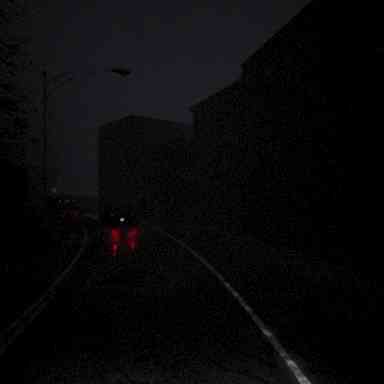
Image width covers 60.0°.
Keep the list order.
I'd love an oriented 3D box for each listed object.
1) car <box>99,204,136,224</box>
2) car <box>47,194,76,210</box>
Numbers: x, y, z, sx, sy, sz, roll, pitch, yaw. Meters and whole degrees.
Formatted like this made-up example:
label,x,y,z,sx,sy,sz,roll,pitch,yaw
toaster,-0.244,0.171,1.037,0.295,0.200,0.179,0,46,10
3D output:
label,x,y,z,sx,sy,sz,roll,pitch,yaw
car,-5.428,1.494,23.713,1.895,1.301,4.718,0,1,-23
car,-15.260,1.050,38.606,2.097,1.767,4.553,0,1,-41
